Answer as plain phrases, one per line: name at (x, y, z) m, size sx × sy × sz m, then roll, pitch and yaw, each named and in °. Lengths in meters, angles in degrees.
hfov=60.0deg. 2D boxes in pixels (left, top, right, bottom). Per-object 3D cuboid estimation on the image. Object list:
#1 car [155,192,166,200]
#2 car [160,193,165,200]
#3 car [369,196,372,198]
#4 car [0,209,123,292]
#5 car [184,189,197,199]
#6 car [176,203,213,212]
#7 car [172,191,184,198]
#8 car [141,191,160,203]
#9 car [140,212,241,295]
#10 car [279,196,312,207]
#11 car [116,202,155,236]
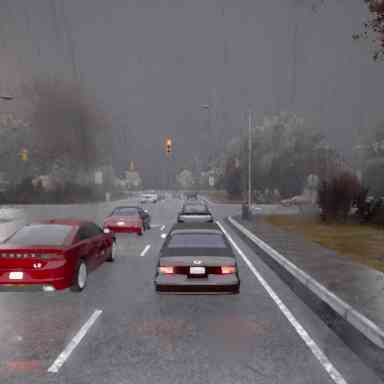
car at (-7.079, 0.871, 75.700) m, size 2.128 × 1.511 × 4.902 m, roll 0°, pitch 1°, yaw -1°
car at (-7.016, 0.962, 65.312) m, size 2.128 × 1.511 × 4.902 m, roll 0°, pitch 1°, yaw 0°
car at (24.326, 1.216, 43.681) m, size 5.357 × 1.411 × 2.033 m, roll 0°, pitch 1°, yaw -3°
car at (-3.392, 1.445, 8.895) m, size 1.882 × 1.535 × 5.008 m, roll 0°, pitch 0°, yaw 0°
car at (-0.104, 0.556, 76.897) m, size 2.150 × 2.045 × 5.566 m, roll 0°, pitch 1°, yaw -2°
car at (0.140, 1.380, 18.513) m, size 2.128 × 1.511 × 4.902 m, roll 0°, pitch 0°, yaw -1°
car at (-3.963, 0.719, 86.347) m, size 2.128 × 1.511 × 4.902 m, roll 0°, pitch 1°, yaw -4°
car at (-7.061, 0.790, 55.139) m, size 2.150 × 2.045 × 5.566 m, roll 0°, pitch 1°, yaw 0°
car at (0.105, 1.516, 8.820) m, size 2.033 × 1.411 × 5.357 m, roll 0°, pitch 0°, yaw 0°
car at (13.714, 1.200, 43.067) m, size 4.674 × 1.442 × 1.812 m, roll 0°, pitch 1°, yaw -3°
car at (-3.389, 1.458, 17.882) m, size 1.994 × 1.385 × 4.181 m, roll 0°, pitch 1°, yaw 0°
